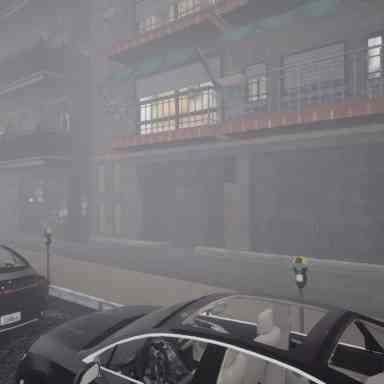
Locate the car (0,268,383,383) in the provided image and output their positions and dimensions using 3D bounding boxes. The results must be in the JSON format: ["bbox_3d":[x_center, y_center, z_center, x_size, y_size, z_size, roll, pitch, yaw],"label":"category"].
[{"bbox_3d":[0.290,1.551,2.679,4.403,1.369,2.008,0,-1,35],"label":"car"}]

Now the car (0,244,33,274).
[{"bbox_3d":[-4.328,1.552,5.971,4.403,1.369,2.008,0,-1,35],"label":"car"}]
